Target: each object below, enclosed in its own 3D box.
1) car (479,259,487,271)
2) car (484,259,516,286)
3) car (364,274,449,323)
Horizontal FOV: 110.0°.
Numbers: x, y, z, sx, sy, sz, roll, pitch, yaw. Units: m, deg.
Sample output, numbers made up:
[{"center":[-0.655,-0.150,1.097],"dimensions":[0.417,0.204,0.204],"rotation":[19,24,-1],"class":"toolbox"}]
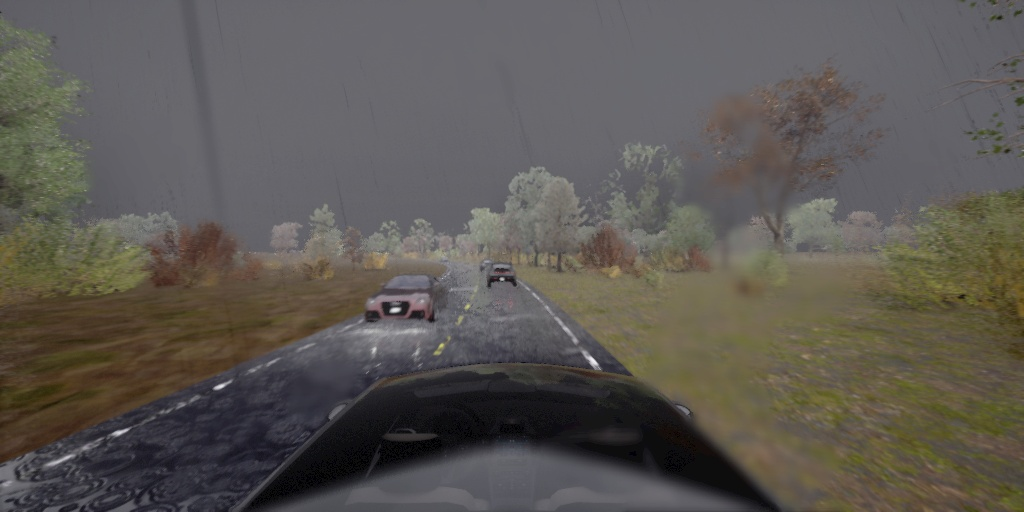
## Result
[{"center":[-3.039,1.097,44.560],"dimensions":[1.812,1.442,4.674],"rotation":[0,0,-8],"class":"car"},{"center":[-0.761,1.156,24.105],"dimensions":[1.837,1.490,4.892],"rotation":[0,0,-4],"class":"car"},{"center":[-3.291,1.291,11.910],"dimensions":[1.994,1.385,4.181],"rotation":[0,0,-2],"class":"car"}]
